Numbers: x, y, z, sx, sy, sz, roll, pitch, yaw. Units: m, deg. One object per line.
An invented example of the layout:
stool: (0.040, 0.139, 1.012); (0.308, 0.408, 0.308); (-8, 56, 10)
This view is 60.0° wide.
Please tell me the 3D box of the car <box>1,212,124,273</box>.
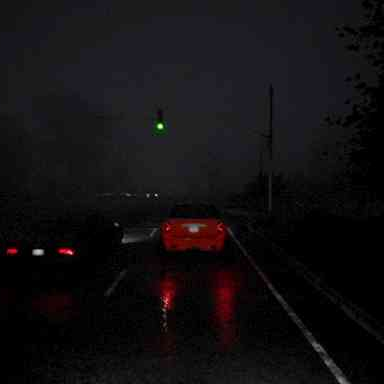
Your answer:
car: (-3.437, 1.320, 9.952); (2.033, 1.411, 5.357); (0, 2, 0)

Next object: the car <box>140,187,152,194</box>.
car: (-10.516, -0.242, 76.239); (1.882, 1.535, 5.008); (0, 0, 0)

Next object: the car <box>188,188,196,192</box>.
car: (-0.016, -0.213, 78.460); (1.837, 1.490, 4.892); (0, 0, 0)

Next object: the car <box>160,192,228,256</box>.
car: (0.133, 1.058, 12.013); (2.097, 1.767, 4.553); (0, 2, 2)

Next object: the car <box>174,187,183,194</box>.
car: (-3.518, -0.443, 88.871); (2.097, 1.767, 4.553); (0, 0, 0)

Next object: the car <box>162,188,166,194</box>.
car: (-7.016, -0.180, 76.262); (2.033, 1.411, 5.357); (0, 0, 0)

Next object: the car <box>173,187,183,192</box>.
car: (-3.516, -0.114, 78.906); (1.895, 1.301, 4.718); (0, 0, 0)

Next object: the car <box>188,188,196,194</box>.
car: (-0.018, -0.320, 88.901); (1.882, 1.535, 5.008); (0, 0, 0)

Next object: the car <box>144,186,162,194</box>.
car: (-7.048, -0.319, 60.779); (1.837, 1.490, 4.892); (0, 0, 1)

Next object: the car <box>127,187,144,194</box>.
car: (-10.541, -0.276, 60.747); (2.033, 1.411, 5.357); (0, 0, 1)
